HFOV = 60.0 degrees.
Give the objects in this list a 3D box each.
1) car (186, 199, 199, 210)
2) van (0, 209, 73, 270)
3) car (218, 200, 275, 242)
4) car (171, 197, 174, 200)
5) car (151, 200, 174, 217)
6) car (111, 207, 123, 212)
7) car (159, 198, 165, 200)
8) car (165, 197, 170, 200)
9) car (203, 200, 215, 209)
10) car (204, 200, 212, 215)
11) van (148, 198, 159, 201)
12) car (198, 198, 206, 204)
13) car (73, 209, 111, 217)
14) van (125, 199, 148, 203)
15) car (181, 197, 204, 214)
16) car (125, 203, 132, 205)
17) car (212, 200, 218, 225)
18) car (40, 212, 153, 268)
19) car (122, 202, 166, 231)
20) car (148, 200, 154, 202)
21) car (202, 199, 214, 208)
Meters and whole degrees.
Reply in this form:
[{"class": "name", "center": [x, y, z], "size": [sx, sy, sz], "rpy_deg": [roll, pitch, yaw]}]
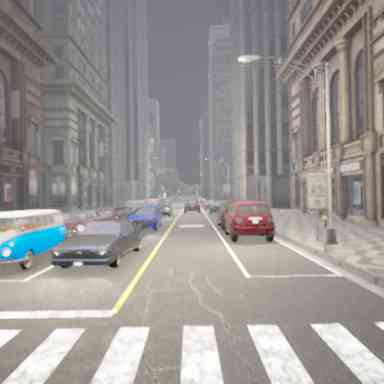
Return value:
[{"class": "car", "center": [0.043, 1.980, 52.413], "size": [1.882, 1.535, 5.008], "rpy_deg": [-1, -1, 0]}, {"class": "van", "center": [-5.767, 1.522, 11.398], "size": [1.690, 1.788, 3.998], "rpy_deg": [-1, -1, 0]}, {"class": "car", "center": [2.763, 1.400, 16.839], "size": [2.192, 1.841, 5.009], "rpy_deg": [-1, -1, 0]}, {"class": "car", "center": [-5.690, 2.461, 76.684], "size": [1.802, 1.307, 4.206], "rpy_deg": [-1, -1, 0]}, {"class": "car", "center": [-3.059, 1.931, 35.889], "size": [2.033, 1.411, 5.357], "rpy_deg": [-1, -1, 0]}, {"class": "car", "center": [-5.751, 1.835, 22.277], "size": [1.887, 1.381, 4.507], "rpy_deg": [-1, -1, 0]}, {"class": "car", "center": [-5.724, 1.888, 49.485], "size": [2.192, 1.841, 5.009], "rpy_deg": [-1, -1, 0]}, {"class": "car", "center": [-5.712, 2.002, 60.366], "size": [2.192, 1.841, 5.009], "rpy_deg": [-1, -1, 0]}, {"class": "car", "center": [2.811, 2.062, 54.920], "size": [1.802, 1.307, 4.206], "rpy_deg": [-1, -1, 0]}, {"class": "car", "center": [2.791, 1.861, 38.599], "size": [2.008, 1.369, 4.403], "rpy_deg": [-1, -1, 0]}, {"class": "van", "center": [-5.730, 1.858, 44.043], "size": [1.690, 1.788, 3.998], "rpy_deg": [-1, -1, 0]}, {"class": "car", "center": [2.851, 2.374, 93.002], "size": [1.967, 1.590, 4.097], "rpy_deg": [-1, -1, 0]}, {"class": "car", "center": [-5.759, 1.675, 16.837], "size": [1.967, 1.590, 4.097], "rpy_deg": [-1, -1, 0]}, {"class": "van", "center": [-5.743, 1.744, 33.161], "size": [1.690, 1.788, 3.998], "rpy_deg": [-1, -1, 0]}, {"class": "car", "center": [0.029, 1.750, 42.382], "size": [2.097, 1.767, 4.553], "rpy_deg": [-1, -1, 0]}, {"class": "car", "center": [-5.745, 1.912, 27.718], "size": [1.947, 1.339, 4.313], "rpy_deg": [-1, -1, 0]}, {"class": "car", "center": [2.769, 1.455, 22.280], "size": [2.192, 1.841, 5.009], "rpy_deg": [-1, -1, 0]}, {"class": "car", "center": [-3.073, 1.688, 12.128], "size": [2.033, 1.411, 5.357], "rpy_deg": [-1, -1, 4]}, {"class": "car", "center": [-3.088, 1.724, 22.534], "size": [1.882, 1.535, 5.008], "rpy_deg": [-1, 0, 0]}, {"class": "car", "center": [-5.733, 2.005, 38.600], "size": [1.887, 1.381, 4.507], "rpy_deg": [-1, -1, 0]}, {"class": "car", "center": [2.816, 2.082, 60.360], "size": [1.887, 1.381, 4.507], "rpy_deg": [-1, -1, 0]}]
